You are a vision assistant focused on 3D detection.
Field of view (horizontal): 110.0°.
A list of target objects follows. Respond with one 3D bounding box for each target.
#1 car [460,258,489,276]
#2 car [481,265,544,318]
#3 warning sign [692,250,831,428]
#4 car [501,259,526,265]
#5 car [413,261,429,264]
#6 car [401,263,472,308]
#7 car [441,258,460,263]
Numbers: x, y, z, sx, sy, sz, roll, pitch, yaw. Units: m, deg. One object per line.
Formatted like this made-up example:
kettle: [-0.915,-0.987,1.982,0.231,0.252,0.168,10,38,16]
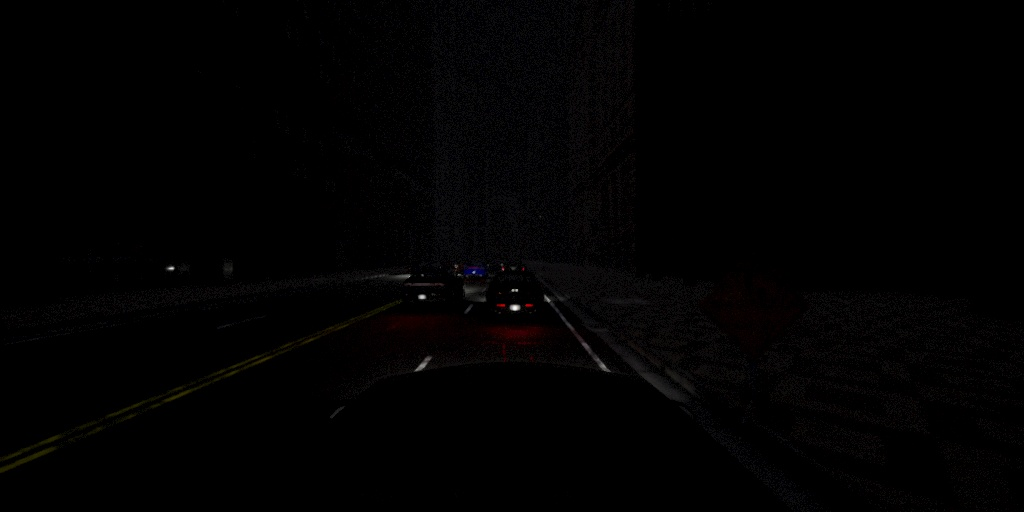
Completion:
car: [-3.139,1.186,31.969,1.882,1.535,5.008,0,0,0]
car: [0.098,1.237,12.855,1.837,1.490,4.892,0,0,0]
warning sign: [2.852,0.861,4.240,1.300,1.860,1.060,0,0,0]
car: [0.115,1.063,30.154,2.097,1.767,4.553,0,0,0]
car: [-9.814,1.229,38.865,1.812,1.442,4.674,0,0,0]
car: [-3.146,1.219,15.000,2.128,1.511,4.902,0,0,0]
car: [-6.562,1.055,39.025,2.097,1.767,4.553,0,0,0]
